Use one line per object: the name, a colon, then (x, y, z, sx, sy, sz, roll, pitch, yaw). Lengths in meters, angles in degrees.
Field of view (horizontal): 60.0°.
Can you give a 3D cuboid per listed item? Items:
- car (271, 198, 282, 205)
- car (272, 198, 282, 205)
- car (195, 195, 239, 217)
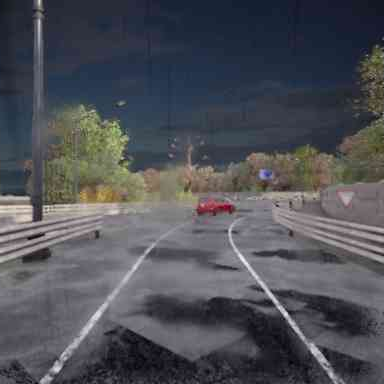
car: (16.957, 2.025, 66.345, 1.812, 1.442, 4.674, 0, 0, 16)
car: (18.791, 2.032, 73.399, 1.882, 1.535, 5.008, 0, 0, 12)
car: (2.515, 1.479, 35.030, 2.150, 2.045, 5.566, 0, 0, 33)
